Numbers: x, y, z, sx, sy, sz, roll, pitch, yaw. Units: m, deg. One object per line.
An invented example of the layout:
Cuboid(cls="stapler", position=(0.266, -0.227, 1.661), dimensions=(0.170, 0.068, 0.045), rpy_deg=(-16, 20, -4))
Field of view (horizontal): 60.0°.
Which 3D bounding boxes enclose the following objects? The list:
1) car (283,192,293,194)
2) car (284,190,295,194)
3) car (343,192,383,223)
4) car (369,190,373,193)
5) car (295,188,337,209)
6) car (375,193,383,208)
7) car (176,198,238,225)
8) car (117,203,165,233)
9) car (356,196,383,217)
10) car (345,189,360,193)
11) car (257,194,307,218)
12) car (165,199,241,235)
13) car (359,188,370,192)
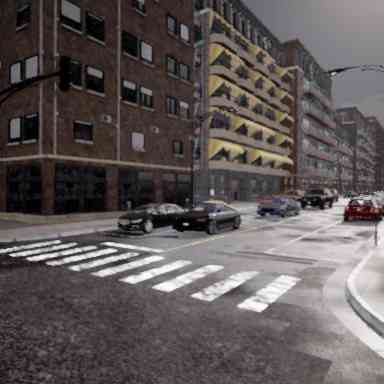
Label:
Cuboid(cls="car", position=(7.589, 1.026, 31.159), dimensions=(1.887, 1.381, 4.507), rpy_deg=(1, 2, 35))
Cuboid(cls="car", position=(10.777, 0.720, 35.719), dimensions=(2.192, 1.841, 5.009), rpy_deg=(1, 2, 35))
Cuboid(cls="car", position=(11.257, 1.058, 21.769), dimensions=(1.967, 1.590, 4.097), rpy_deg=(1, 2, 35))
Cuboid(cls="car", position=(30.490, 0.686, 53.878), dimensions=(1.895, 1.301, 4.718), rpy_deg=(0, 1, 35))
Cuboid(cls="car", position=(12.879, 0.644, 34.236), dimensions=(2.150, 2.045, 5.566), rpy_deg=(0, 1, 35))
Cuboid(cls="car", position=(20.912, 0.909, 35.607), dimensions=(1.752, 1.417, 4.829), rpy_deg=(1, 2, 35))
Cuboid(cls="car", position=(1.120, 1.165, 21.887), dimensions=(1.752, 1.417, 4.829), rpy_deg=(1, 2, 35))
Cuboid(cls="car", position=(-1.969, 1.266, 17.461), dimensions=(2.008, 1.369, 4.403), rpy_deg=(1, 2, 35))
Cuboid(cls="car", position=(14.442, 1.091, 26.337), dimensions=(2.008, 1.369, 4.403), rpy_deg=(1, 2, 35))
Cuboid(cls="car", position=(29.890, 0.513, 63.120), dimensions=(1.947, 1.339, 4.313), rpy_deg=(1, 2, 35))
Cuboid(cls="car", position=(6.840, 1.117, 25.579), dimensions=(2.033, 1.411, 5.357), rpy_deg=(0, 1, 35))
Cuboid(cls="car", position=(0.849, 1.280, 16.992), dimensions=(1.994, 1.385, 4.181), rpy_deg=(0, 1, 35))
Cuboid(cls="car", position=(39.450, 0.036, 76.810), dimensions=(2.192, 1.841, 5.009), rpy_deg=(1, 2, 35))
